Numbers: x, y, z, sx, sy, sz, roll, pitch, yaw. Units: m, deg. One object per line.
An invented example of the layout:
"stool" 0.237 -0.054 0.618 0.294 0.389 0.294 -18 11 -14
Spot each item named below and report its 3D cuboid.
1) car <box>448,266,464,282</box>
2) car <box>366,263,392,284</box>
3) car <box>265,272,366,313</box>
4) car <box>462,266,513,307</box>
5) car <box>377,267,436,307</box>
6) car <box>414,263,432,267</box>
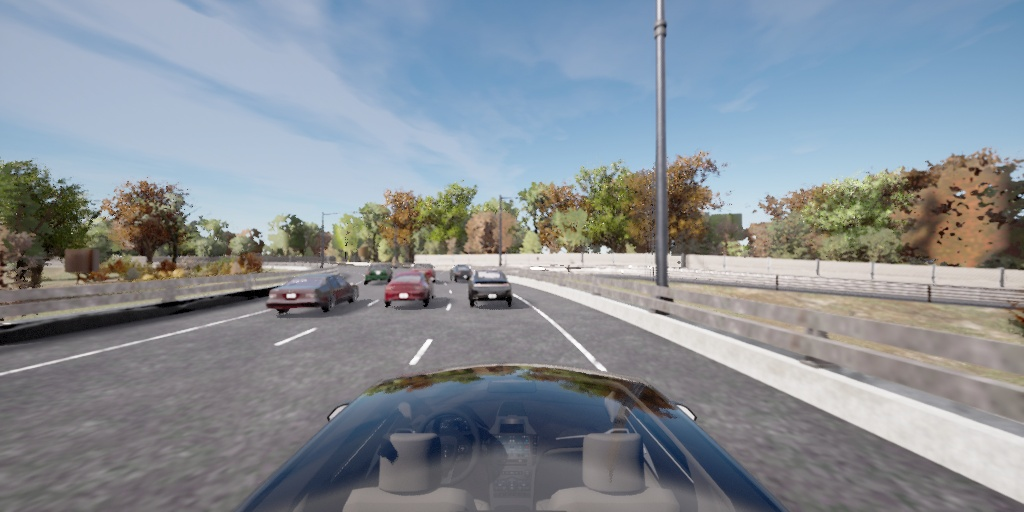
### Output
"car" -4.633 1.605 32.869 1.812 1.442 4.674 0 0 -17
"car" -11.255 1.414 30.584 2.097 1.767 4.553 0 -1 -16
"car" -7.922 1.443 14.807 2.033 1.411 5.357 0 -1 -8
"car" -1.124 1.400 16.627 2.128 1.511 4.902 0 0 -8
"car" -4.656 1.436 16.588 1.812 1.442 4.674 0 0 -8
"car" -7.879 1.420 31.503 2.097 1.767 4.553 0 -1 -16
